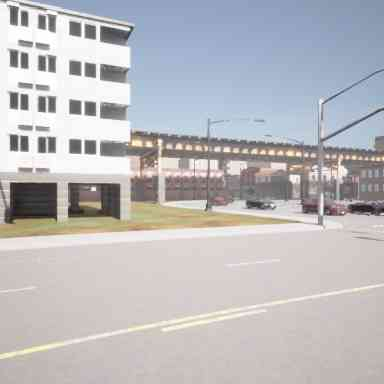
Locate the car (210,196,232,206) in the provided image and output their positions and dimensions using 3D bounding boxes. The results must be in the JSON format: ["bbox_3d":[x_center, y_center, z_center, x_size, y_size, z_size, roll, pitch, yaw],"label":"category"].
[{"bbox_3d":[4.153,1.478,53.327,1.882,1.535,5.008,0,0,-17],"label":"car"}]

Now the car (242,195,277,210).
[{"bbox_3d":[8.768,1.491,42.491,2.128,1.511,4.902,0,0,-25],"label":"car"}]

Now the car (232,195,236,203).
[{"bbox_3d":[7.287,1.491,66.470,2.128,1.511,4.902,0,0,12],"label":"car"}]

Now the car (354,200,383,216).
[{"bbox_3d":[17.339,1.491,32.595,2.128,1.511,4.902,0,0,-24],"label":"car"}]

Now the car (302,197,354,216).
[{"bbox_3d":[13.153,1.352,33.082,2.097,1.767,4.553,0,0,-25],"label":"car"}]

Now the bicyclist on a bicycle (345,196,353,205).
[{"bbox_3d":[20.487,1.303,43.306,1.656,1.620,0.582,0,0,-25],"label":"bicyclist on a bicycle"}]
